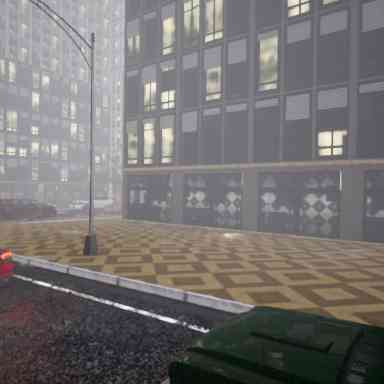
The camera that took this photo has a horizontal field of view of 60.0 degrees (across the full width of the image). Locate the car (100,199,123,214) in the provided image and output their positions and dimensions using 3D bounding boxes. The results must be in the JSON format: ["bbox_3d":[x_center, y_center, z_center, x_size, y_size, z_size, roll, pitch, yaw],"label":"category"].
[{"bbox_3d":[-8.036,1.823,39.135,1.752,1.417,4.829,1,0,36],"label":"car"}]

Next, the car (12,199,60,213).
[{"bbox_3d":[-18.331,1.633,39.271,1.752,1.417,4.829,1,0,36],"label":"car"}]

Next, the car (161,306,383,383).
[{"bbox_3d":[2.055,1.601,2.220,4.718,1.301,1.895,0,0,35],"label":"car"}]

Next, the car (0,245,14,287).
[{"bbox_3d":[-6.058,1.519,7.965,4.674,1.442,1.812,0,0,35],"label":"car"}]

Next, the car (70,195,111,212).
[{"bbox_3d":[-12.713,1.426,42.523,2.150,2.045,5.566,1,0,36],"label":"car"}]

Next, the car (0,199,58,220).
[{"bbox_3d":[-14.809,1.512,29.906,2.192,1.841,5.009,1,0,36],"label":"car"}]
